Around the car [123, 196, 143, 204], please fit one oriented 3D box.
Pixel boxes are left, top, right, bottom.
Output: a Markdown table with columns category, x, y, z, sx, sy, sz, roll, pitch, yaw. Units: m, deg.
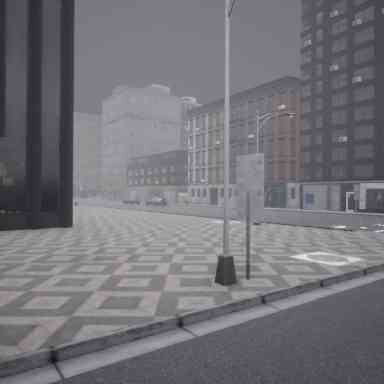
| category | x | y | z | sx | sy | sz | roll | pitch | yaw |
| --- | --- | --- | --- | --- | --- | --- | --- | --- | --- |
| car | -12.307 | 1.640 | 68.840 | 2.128 | 1.511 | 4.902 | 1 | 0 | -36 |

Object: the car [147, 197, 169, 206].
| category | x | y | z | sx | sy | sz | roll | pitch | yaw |
| --- | --- | --- | --- | --- | --- | --- | --- | --- | --- |
| car | -6.247 | 1.639 | 60.379 | 1.837 | 1.490 | 4.892 | 1 | 0 | -36 |

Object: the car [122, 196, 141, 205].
| category | x | y | z | sx | sy | sz | roll | pitch | yaw |
| --- | --- | --- | --- | --- | --- | --- | --- | --- | --- |
| car | -11.381 | 1.714 | 61.792 | 1.895 | 1.301 | 4.718 | 1 | 0 | -36 |

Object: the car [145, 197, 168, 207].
| category | x | y | z | sx | sy | sz | roll | pitch | yaw |
| --- | --- | --- | --- | --- | --- | --- | --- | --- | --- |
| car | -5.935 | 1.625 | 54.250 | 1.812 | 1.442 | 4.674 | 1 | 0 | -36 |
